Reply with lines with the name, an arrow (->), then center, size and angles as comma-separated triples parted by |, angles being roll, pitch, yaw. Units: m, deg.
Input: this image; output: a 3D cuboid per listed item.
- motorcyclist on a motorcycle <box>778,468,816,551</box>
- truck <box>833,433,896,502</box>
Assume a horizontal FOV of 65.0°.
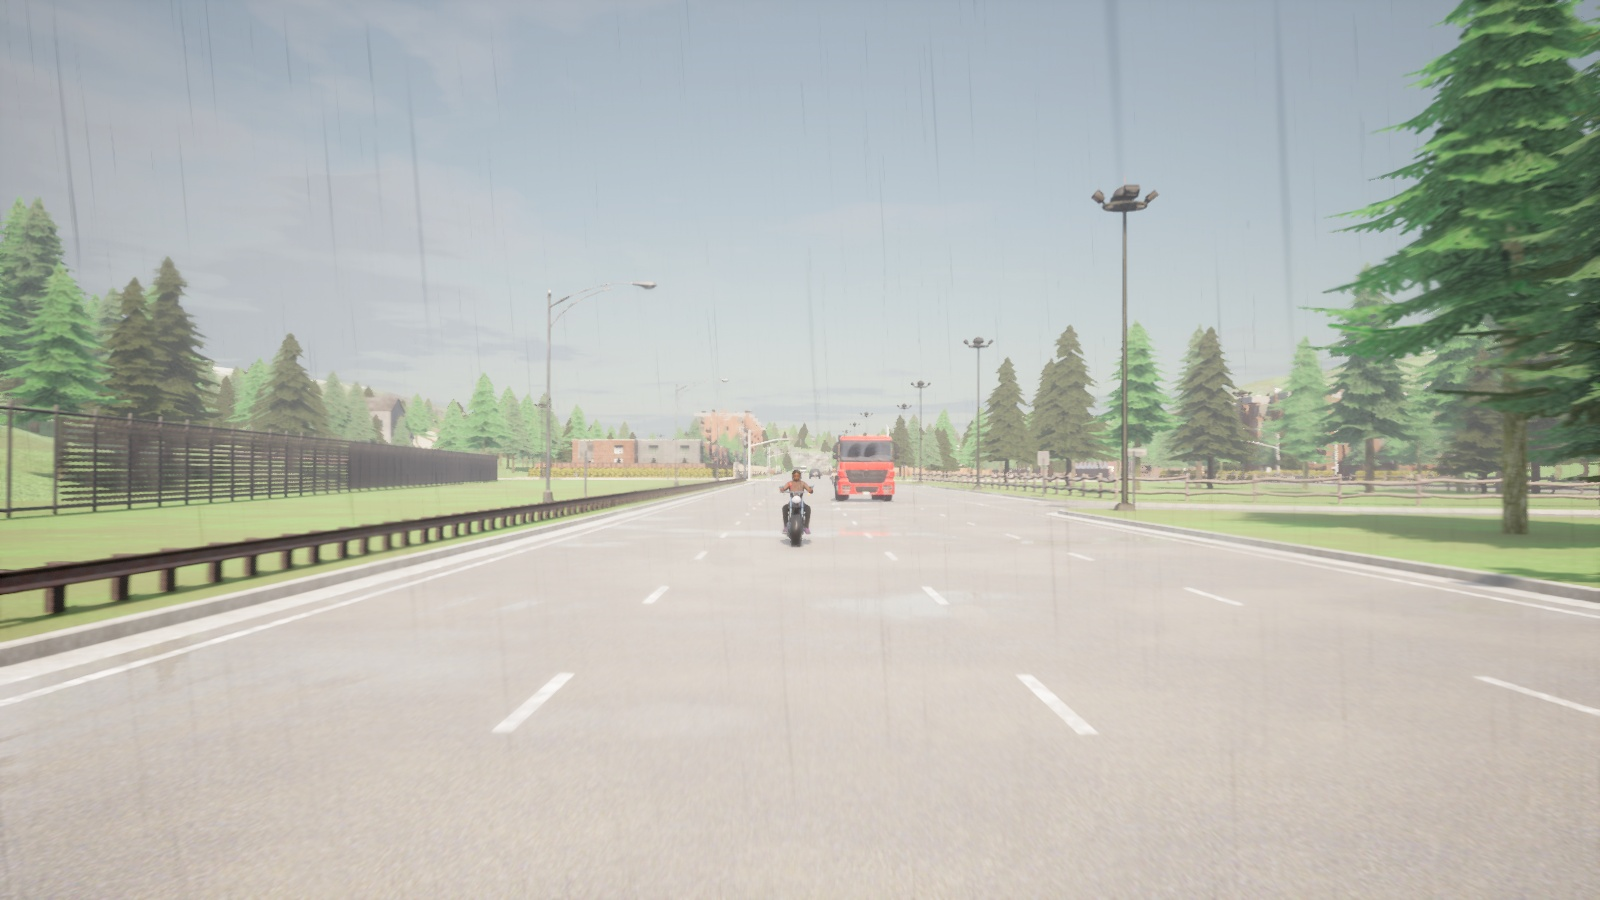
motorcyclist on a motorcycle -> -0.064, 1.204, 26.281 | 0.766, 1.649, 2.350 | 0, -1, 0
truck -> 3.334, 0.938, 67.036 | 2.891, 3.462, 7.936 | 0, -1, 0
